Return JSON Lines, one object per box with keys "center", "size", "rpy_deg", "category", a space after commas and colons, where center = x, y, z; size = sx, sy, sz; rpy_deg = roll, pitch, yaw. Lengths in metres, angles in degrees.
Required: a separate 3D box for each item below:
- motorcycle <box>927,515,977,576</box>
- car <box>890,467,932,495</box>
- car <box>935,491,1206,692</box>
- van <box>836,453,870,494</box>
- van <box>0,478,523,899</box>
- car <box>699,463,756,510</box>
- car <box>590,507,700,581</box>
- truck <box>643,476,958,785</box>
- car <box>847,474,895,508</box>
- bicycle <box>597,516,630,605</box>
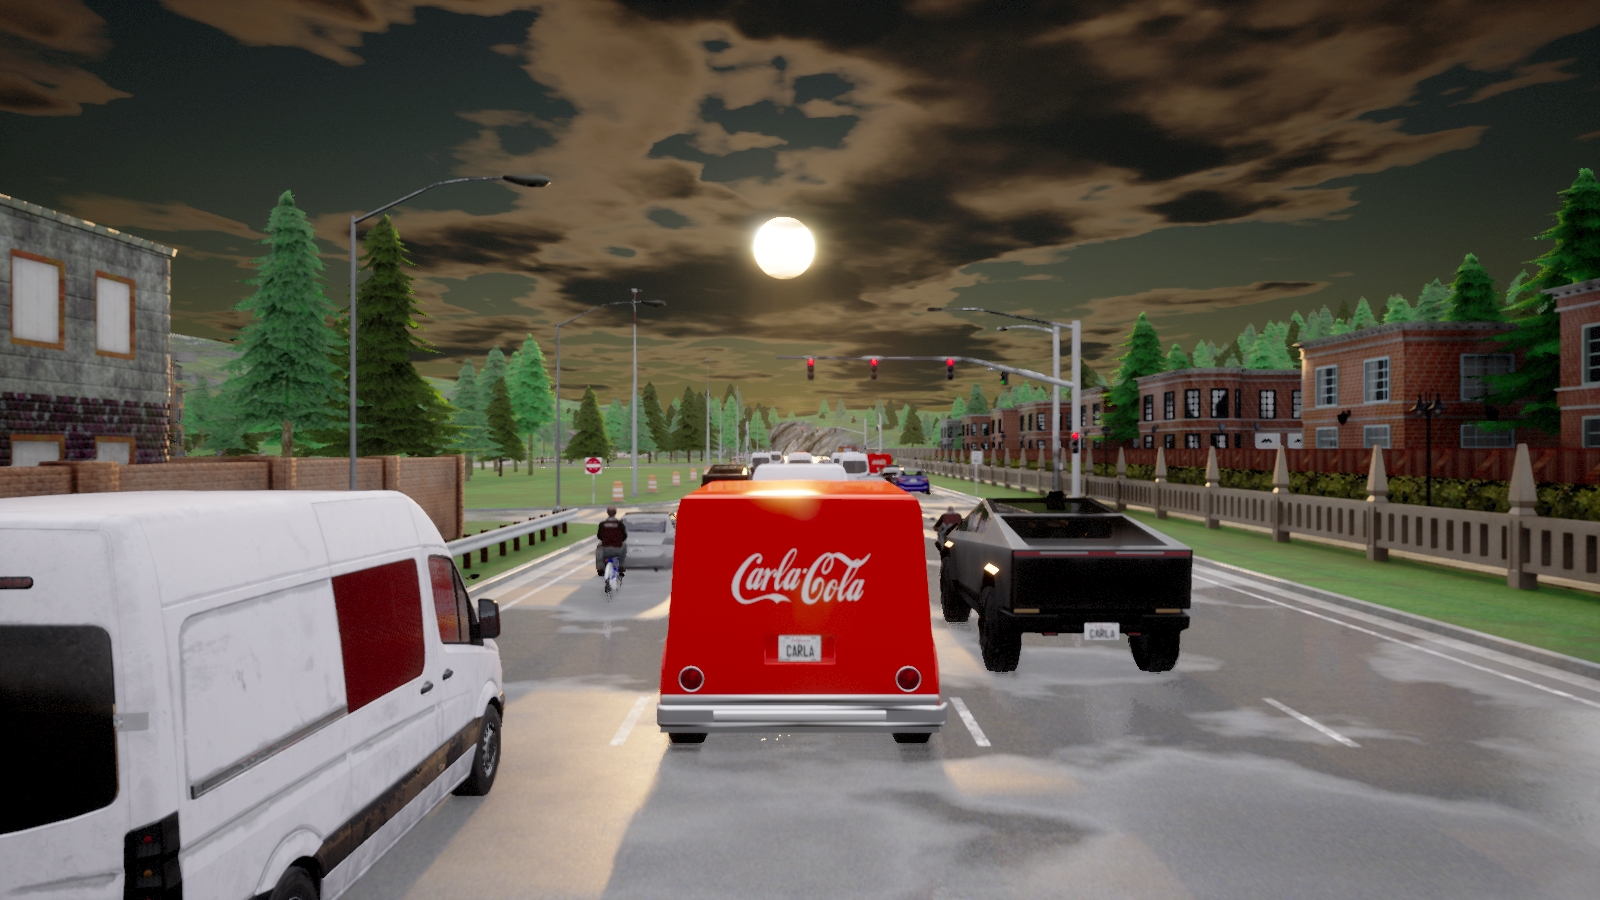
{"center": [3.531, 2.200, 26.760], "size": [0.867, 1.251, 2.209], "rpy_deg": [0, 0, 0], "category": "motorcycle"}
{"center": [6.999, 1.954, 72.552], "size": [2.242, 1.667, 4.611], "rpy_deg": [0, 0, 0], "category": "car"}
{"center": [3.500, 1.750, 16.343], "size": [2.390, 2.098, 6.274], "rpy_deg": [0, 0, 0], "category": "car"}
{"center": [3.494, 1.520, 76.258], "size": [1.988, 2.561, 5.915], "rpy_deg": [0, 0, 0], "category": "van"}
{"center": [-3.502, 1.533, 7.404], "size": [1.988, 2.561, 5.915], "rpy_deg": [0, 0, 0], "category": "van"}
{"center": [-3.501, 1.743, 56.136], "size": [2.390, 2.098, 6.274], "rpy_deg": [0, 0, 0], "category": "car"}
{"center": [-3.503, 2.114, 26.600], "size": [1.994, 1.385, 4.181], "rpy_deg": [0, 0, 0], "category": "car"}
{"center": [0.001, 1.565, 12.140], "size": [2.627, 2.467, 5.204], "rpy_deg": [0, 0, 0], "category": "truck"}
{"center": [3.500, 2.023, 57.269], "size": [2.097, 1.535, 5.006], "rpy_deg": [0, 0, 0], "category": "car"}
{"center": [-3.501, 2.055, 21.559], "size": [0.329, 1.471, 1.835], "rpy_deg": [0, 1, 0], "category": "bicycle"}
